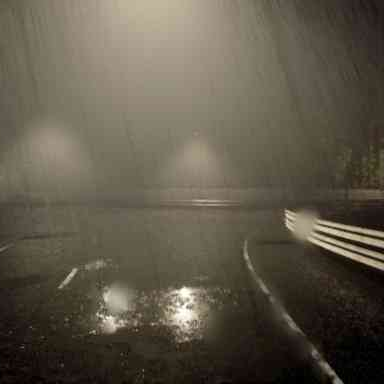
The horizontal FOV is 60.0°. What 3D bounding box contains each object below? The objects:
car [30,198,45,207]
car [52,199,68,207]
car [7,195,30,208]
[{"bbox_3d":[-27.741,1.898,59.460,1.837,1.490,4.892,1,-2,-39],"label":"car"},{"bbox_3d":[-23.897,1.927,60.219,1.812,1.442,4.674,0,-1,-37],"label":"car"},{"bbox_3d":[-29.870,1.600,56.667,2.150,2.045,5.566,0,-1,-38],"label":"car"}]
